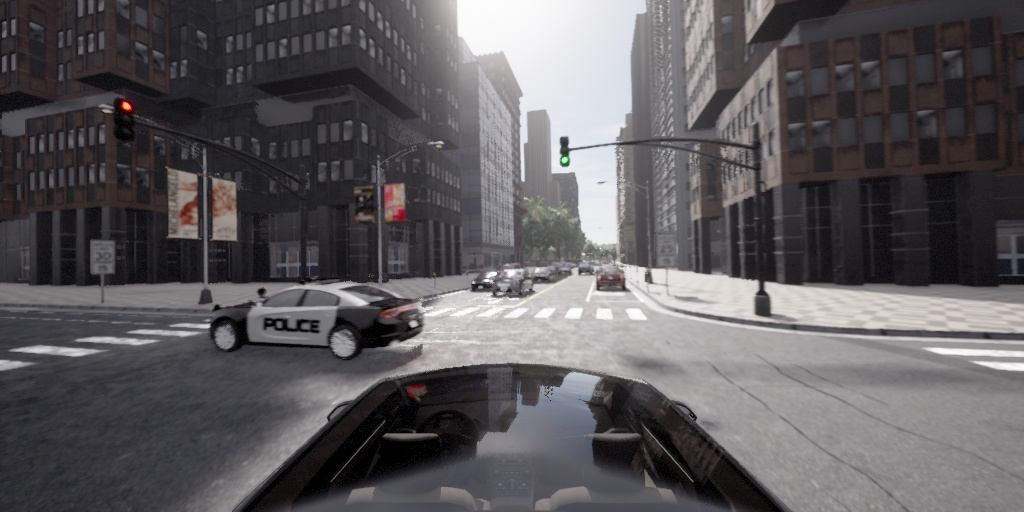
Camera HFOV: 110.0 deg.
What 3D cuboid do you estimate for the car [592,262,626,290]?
[{"bbox_3d":[6.682,1.412,24.394,1.967,1.591,4.097,0,0,14],"label":"car"}]

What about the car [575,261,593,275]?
[{"bbox_3d":[10.269,1.894,50.480,1.837,1.490,4.892,-2,-1,14],"label":"car"}]

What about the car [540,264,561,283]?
[{"bbox_3d":[3.025,1.791,34.051,2.033,1.411,5.357,-2,-1,14],"label":"car"}]

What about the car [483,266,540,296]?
[{"bbox_3d":[0.123,1.580,22.326,2.128,1.511,4.902,-2,-1,14],"label":"car"}]

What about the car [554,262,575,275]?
[{"bbox_3d":[7.957,2.054,53.673,2.033,1.411,5.357,-2,-1,14],"label":"car"}]

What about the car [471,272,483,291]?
[{"bbox_3d":[-1.590,1.774,26.439,1.948,1.339,4.313,0,0,14],"label":"car"}]

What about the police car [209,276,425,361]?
[{"bbox_3d":[-4.640,1.306,8.425,5.238,1.638,1.930,-1,-1,14],"label":"police car"}]

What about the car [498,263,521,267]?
[{"bbox_3d":[-0.288,1.592,31.706,2.192,1.841,5.009,0,0,14],"label":"car"}]
